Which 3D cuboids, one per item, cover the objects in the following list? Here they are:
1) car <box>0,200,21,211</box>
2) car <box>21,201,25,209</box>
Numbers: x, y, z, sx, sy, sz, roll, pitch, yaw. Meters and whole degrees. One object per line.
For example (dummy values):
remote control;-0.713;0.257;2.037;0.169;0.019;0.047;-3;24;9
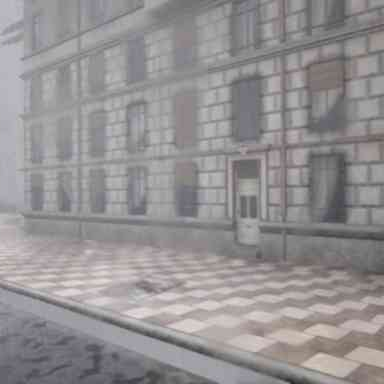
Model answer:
car;-26.192;1.851;45.244;2.097;1.767;4.553;-1;0;16
car;-27.834;2.072;57.476;2.128;1.511;4.902;-1;-1;32
